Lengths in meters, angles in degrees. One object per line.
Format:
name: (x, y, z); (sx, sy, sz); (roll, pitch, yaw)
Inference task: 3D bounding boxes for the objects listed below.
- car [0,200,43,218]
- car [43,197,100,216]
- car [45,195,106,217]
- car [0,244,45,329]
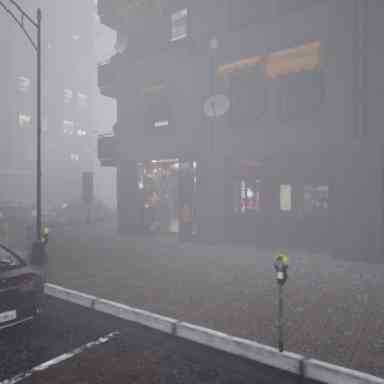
car: (-13.997, 1.337, 26.040); (2.008, 1.369, 4.403); (1, 1, 35)
car: (-10.908, 1.236, 30.465); (1.752, 1.417, 4.829); (1, 1, 35)
car: (-9.538, 1.082, 27.921); (2.097, 1.767, 4.553); (0, 1, 35)
car: (-4.429, 1.548, 6.031); (4.403, 1.369, 2.008); (0, 0, 35)
